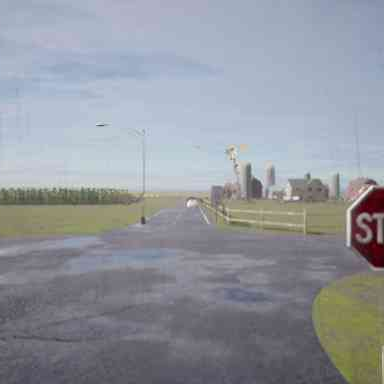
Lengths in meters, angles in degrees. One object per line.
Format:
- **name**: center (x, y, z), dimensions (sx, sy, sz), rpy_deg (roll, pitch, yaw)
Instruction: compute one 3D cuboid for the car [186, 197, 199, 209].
- **car**: center (0.061, 2.091, 57.307), dimensions (1.812, 1.442, 4.674), rpy_deg (0, -1, 0)
